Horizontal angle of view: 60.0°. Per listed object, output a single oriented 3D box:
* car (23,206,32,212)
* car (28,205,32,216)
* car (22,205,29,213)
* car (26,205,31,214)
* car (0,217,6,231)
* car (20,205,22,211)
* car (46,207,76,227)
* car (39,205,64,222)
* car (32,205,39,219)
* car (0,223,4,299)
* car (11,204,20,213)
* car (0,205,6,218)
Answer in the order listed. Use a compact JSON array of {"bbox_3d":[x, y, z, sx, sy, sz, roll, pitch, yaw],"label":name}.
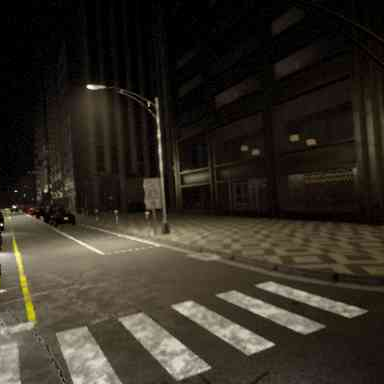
[{"bbox_3d":[-42.141,4.404,84.920,1.802,1.307,4.206,-3,0,-29],"label":"car"},{"bbox_3d":[-25.703,3.342,55.466,1.802,1.307,4.206,-3,0,-29],"label":"car"},{"bbox_3d":[-33.937,3.609,70.195,2.192,1.841,5.009,-3,0,-29],"label":"car"},{"bbox_3d":[-28.445,3.483,60.375,1.887,1.381,4.507,-3,0,-29],"label":"car"},{"bbox_3d":[-10.970,2.315,17.229,1.994,1.385,4.181,-4,0,-29],"label":"car"},{"bbox_3d":[-39.416,3.962,80.013,2.192,1.841,5.009,-3,0,-29],"label":"car"},{"bbox_3d":[-12.008,2.417,30.920,1.947,1.339,4.313,-3,0,-29],"label":"car"},{"bbox_3d":[-14.761,2.351,35.831,2.192,1.841,5.009,-3,0,-29],"label":"car"},{"bbox_3d":[-20.239,2.716,45.649,2.192,1.841,5.009,-3,0,-29],"label":"car"},{"bbox_3d":[-6.150,1.768,8.563,2.097,1.767,4.553,-4,0,-29],"label":"car"},{"bbox_3d":[-43.581,4.456,82.014,1.994,1.385,4.181,-4,0,-29],"label":"car"},{"bbox_3d":[-17.956,2.451,29.726,2.150,2.045,5.566,-4,0,-29],"label":"car"}]
